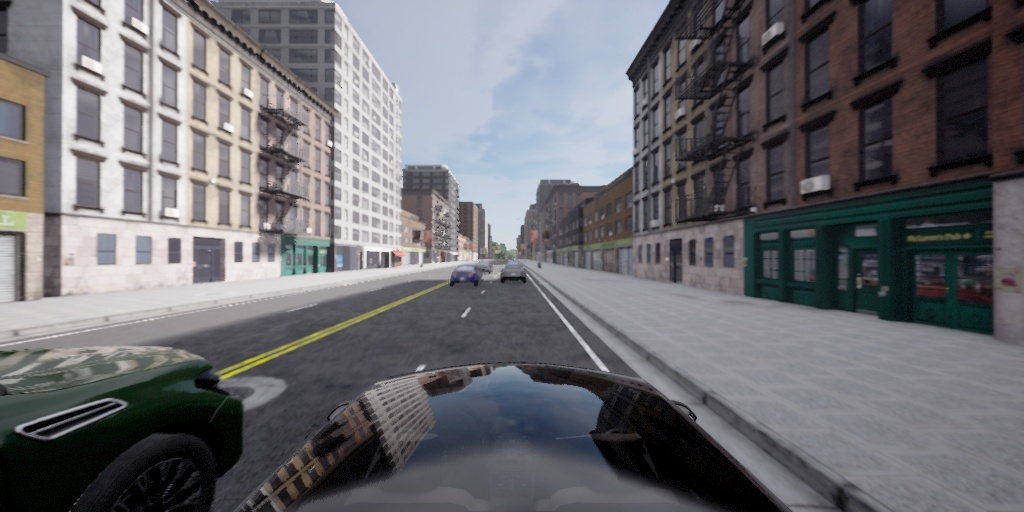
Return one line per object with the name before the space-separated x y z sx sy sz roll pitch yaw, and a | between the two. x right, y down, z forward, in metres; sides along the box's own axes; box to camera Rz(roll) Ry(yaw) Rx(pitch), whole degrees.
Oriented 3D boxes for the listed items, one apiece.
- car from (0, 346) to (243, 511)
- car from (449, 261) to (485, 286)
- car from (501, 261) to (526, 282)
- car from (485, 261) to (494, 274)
car | -3.149 0.968 0.362 2.150 2.045 5.566 0 0 0
car | -3.146 1.284 25.000 1.812 1.442 4.674 0 0 0
car | 0.110 1.325 28.964 1.994 1.385 4.181 0 0 0
car | -3.181 1.316 41.198 2.033 1.411 5.357 0 0 1
